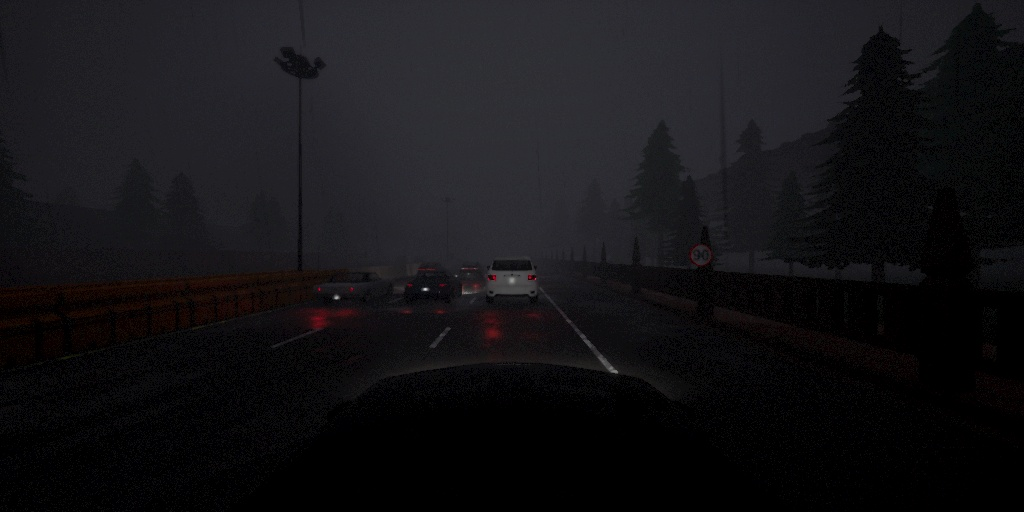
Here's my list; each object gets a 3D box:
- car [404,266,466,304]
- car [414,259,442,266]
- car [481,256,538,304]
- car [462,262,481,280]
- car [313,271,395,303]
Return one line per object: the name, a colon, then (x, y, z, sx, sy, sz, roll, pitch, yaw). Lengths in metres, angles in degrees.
car: (-3.500, 1.322, 16.500, 1.994, 1.385, 4.181, 0, 0, 0)
car: (-7.000, 1.266, 31.500, 1.837, 1.490, 4.892, 0, 0, 0)
car: (0.000, 1.008, 16.530, 2.150, 2.045, 5.566, 0, 0, 0)
car: (-3.500, 1.245, 31.500, 2.128, 1.511, 4.902, 0, 0, 0)
car: (-7.000, 1.366, 16.530, 1.895, 1.301, 4.718, 0, 0, 0)
